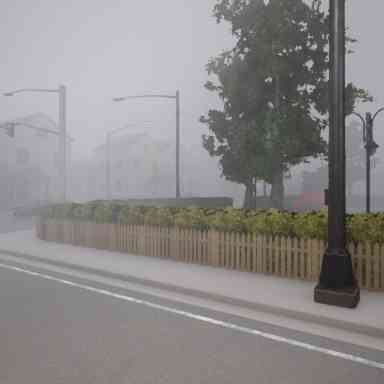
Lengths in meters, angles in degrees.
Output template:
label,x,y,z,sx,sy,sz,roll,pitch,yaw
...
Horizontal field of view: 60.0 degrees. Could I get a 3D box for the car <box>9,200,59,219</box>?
label,x,y,z,sx,sy,sz,roll,pitch,yaw
car,-13.428,1.491,29.345,2.128,1.511,4.902,0,0,35

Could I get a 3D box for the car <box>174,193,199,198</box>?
label,x,y,z,sx,sy,sz,roll,pitch,yaw
car,-1.032,1.221,47.150,2.150,2.045,5.566,0,0,35

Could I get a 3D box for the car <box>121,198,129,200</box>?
label,x,y,z,sx,sy,sz,roll,pitch,yaw
car,-7.720,1.478,37.553,1.882,1.535,5.008,0,0,35
